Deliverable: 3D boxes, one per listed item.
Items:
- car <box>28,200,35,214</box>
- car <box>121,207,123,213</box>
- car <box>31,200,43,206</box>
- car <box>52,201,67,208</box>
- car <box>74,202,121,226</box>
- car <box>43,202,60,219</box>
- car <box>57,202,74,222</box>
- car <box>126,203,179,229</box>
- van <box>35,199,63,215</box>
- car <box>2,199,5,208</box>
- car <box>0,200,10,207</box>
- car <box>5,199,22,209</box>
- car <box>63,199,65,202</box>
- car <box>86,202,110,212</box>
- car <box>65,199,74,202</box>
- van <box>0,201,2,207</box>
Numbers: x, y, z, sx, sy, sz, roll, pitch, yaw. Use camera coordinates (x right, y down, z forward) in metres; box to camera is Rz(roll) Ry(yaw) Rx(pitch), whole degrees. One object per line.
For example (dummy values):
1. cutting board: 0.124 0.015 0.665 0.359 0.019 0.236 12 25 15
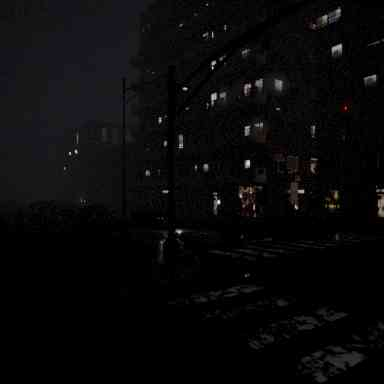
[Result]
1. car: -20.374 2.073 44.314 1.967 1.590 4.097 -1 0 -35
2. car: -7.444 2.006 39.749 1.752 1.417 4.829 -1 0 -35
3. car: -39.382 2.773 84.578 1.947 1.339 4.313 -1 0 -35
4. car: -26.567 2.462 66.591 1.887 1.381 4.507 -1 0 -35
5. car: -7.551 1.777 26.316 1.967 1.590 4.097 -1 0 -35
6. car: -13.960 2.036 35.314 2.008 1.369 4.403 -1 0 -35
7. car: -10.656 1.934 30.677 1.752 1.417 4.829 -1 0 -35
8. car: -2.790 1.769 24.074 2.128 1.511 4.902 0 -1 -35
9. van: -17.170 1.900 39.815 1.690 1.788 3.998 -1 0 -35
10. car: -36.401 2.542 66.813 1.887 1.381 4.507 -1 0 -35
11. car: -42.714 2.666 75.674 1.752 1.417 4.829 -1 0 -35
12. car: -33.197 2.365 62.313 1.967 1.590 4.097 -1 0 -35
13. car: -20.915 2.110 49.514 1.837 1.490 4.892 0 -1 -35
14. car: -13.752 2.192 48.604 1.947 1.339 4.313 -1 0 -35
15. car: -23.368 2.160 62.094 2.192 1.841 5.009 -1 0 -35
16. van: -39.610 2.411 71.313 1.690 1.788 3.998 -1 0 -35
